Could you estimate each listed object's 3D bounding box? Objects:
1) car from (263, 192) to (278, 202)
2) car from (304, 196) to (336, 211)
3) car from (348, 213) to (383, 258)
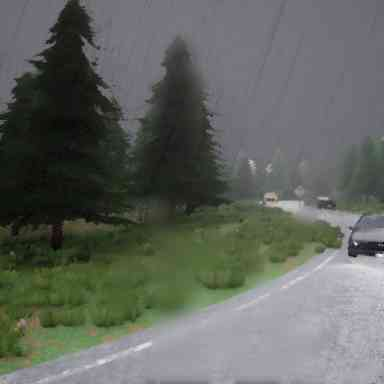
[{"bbox_3d":[11.036,0.804,46.952,1.882,1.535,5.008,2,1,12],"label":"car"},{"bbox_3d":[13.763,1.166,35.989,1.882,1.535,5.008,3,1,-2],"label":"car"},{"bbox_3d":[6.993,1.503,12.332,2.033,1.411,5.357,1,1,30],"label":"car"}]
